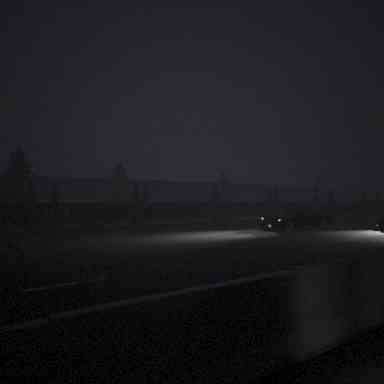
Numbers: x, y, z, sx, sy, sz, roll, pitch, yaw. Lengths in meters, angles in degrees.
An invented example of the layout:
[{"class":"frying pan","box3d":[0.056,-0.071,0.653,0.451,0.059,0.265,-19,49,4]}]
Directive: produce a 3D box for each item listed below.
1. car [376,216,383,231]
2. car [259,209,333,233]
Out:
[{"class":"car","box3d":[13.281,1.698,20.295,4.181,1.385,1.994,0,0,-27]},{"class":"car","box3d":[6.501,1.707,20.685,4.718,1.301,1.895,0,0,-30]}]
